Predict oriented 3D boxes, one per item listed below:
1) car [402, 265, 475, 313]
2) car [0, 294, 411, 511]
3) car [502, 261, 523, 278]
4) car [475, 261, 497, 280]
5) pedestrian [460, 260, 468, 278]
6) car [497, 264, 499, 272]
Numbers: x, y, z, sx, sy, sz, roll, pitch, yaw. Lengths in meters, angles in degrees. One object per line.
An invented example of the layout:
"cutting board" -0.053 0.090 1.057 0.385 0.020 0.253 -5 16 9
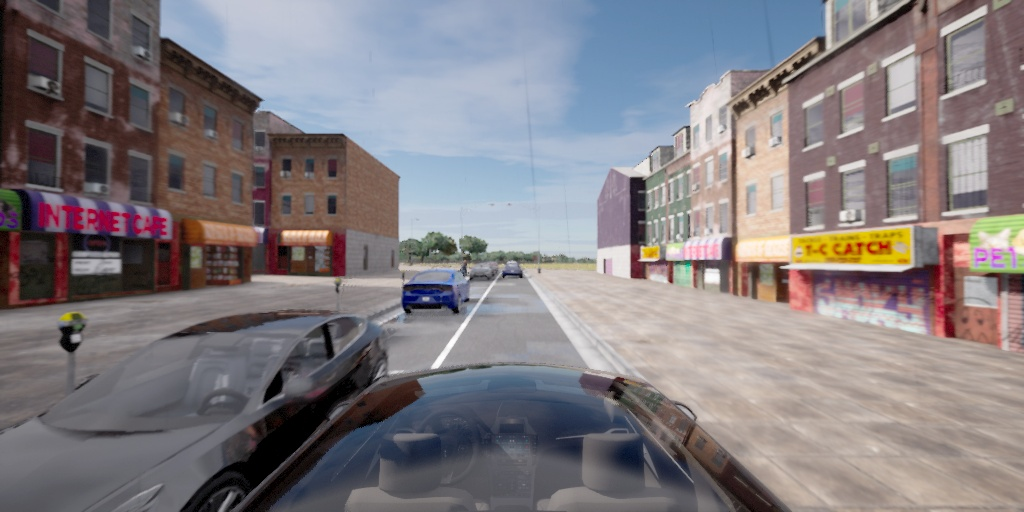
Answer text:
"car" -2.754 1.224 13.939 1.882 1.535 5.008 0 0 0
"car" -2.637 1.313 3.593 1.948 1.339 4.313 0 0 0
"car" 0.044 1.362 34.720 1.994 1.385 4.181 0 0 0
"car" -2.647 1.335 31.287 2.007 1.370 4.403 0 0 0
"pedestrian" -2.270 1.042 16.955 0.375 1.860 0.375 -1 -1 0
"car" -2.649 1.373 36.827 1.948 1.339 4.313 0 0 0
